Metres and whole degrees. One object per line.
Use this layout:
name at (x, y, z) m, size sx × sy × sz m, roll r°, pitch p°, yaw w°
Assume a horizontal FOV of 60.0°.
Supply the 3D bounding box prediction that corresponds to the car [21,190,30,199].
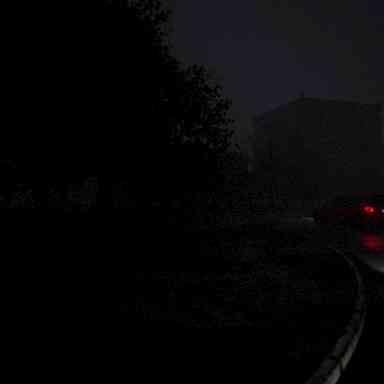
car at (-38.435, 0.823, 82.214) m, size 5.566 × 2.045 × 2.435 m, roll 0°, pitch 1°, yaw -32°

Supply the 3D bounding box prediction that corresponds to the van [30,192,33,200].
van at (-31.182, 1.028, 70.507) m, size 4.442 × 1.987 × 1.878 m, roll 0°, pitch 1°, yaw -32°

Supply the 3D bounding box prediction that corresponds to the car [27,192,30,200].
car at (-33.970, 1.060, 75.177) m, size 4.553 × 1.767 × 2.185 m, roll 0°, pitch 1°, yaw -32°

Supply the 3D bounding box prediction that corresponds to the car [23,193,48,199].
car at (-39.794, 1.034, 84.648) m, size 5.366 × 1.575 × 1.946 m, roll 0°, pitch 1°, yaw -32°

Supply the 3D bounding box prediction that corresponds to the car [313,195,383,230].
car at (10.072, 1.207, 21.206) m, size 2.150 × 2.045 × 5.566 m, roll 0°, pitch -1°, yaw -15°

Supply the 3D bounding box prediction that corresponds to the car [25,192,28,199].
car at (-35.556, 1.147, 77.611) m, size 5.008 × 1.535 × 2.097 m, roll 0°, pitch 1°, yaw -32°

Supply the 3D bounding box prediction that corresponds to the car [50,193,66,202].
car at (-26.641, 1.352, 63.510) m, size 4.792 × 1.488 × 2.163 m, roll 0°, pitch 0°, yaw -32°

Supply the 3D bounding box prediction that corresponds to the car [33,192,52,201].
car at (-29.500, 1.155, 68.131) m, size 4.553 × 1.767 × 2.185 m, roll 0°, pitch 1°, yaw -32°
